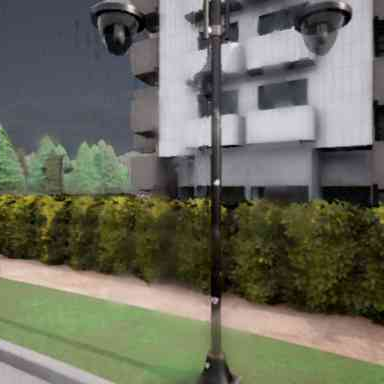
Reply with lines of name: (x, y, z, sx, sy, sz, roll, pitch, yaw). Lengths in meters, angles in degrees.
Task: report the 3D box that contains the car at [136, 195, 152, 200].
car: (-6.806, 1.002, 47.283, 1.812, 1.442, 4.674, 0, 0, 32)
